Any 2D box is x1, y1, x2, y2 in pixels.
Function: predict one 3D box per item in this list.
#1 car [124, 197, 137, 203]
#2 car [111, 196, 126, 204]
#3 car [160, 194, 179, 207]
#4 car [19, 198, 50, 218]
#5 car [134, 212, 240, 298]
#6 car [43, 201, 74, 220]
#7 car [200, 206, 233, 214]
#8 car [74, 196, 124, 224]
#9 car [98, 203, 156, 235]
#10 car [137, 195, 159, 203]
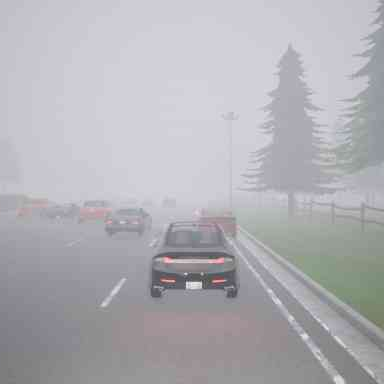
[{"bbox_3d":[-10.391,1.525,58.829,1.812,1.442,4.674,0,0,0],"label":"car"},{"bbox_3d":[-13.887,1.525,62.821,1.812,1.442,4.674,0,0,0],"label":"car"},{"bbox_3d":[-3.387,1.477,50.857,1.882,1.535,5.008,0,0,0],"label":"car"},{"bbox_3d":[-13.892,1.352,30.556,2.097,1.767,4.553,0,0,0],"label":"car"},{"bbox_3d":[0.054,1.492,8.498,2.128,1.511,4.902,0,0,0],"label":"car"},{"bbox_3d":[-10.393,1.601,28.150,1.895,1.301,4.718,0,0,0],"label":"car"},{"bbox_3d":[1.229,1.478,17.839,1.882,1.535,5.008,0,0,0],"label":"car"},{"bbox_3d":[-6.893,1.351,25.138,2.097,1.767,4.553,0,0,0],"label":"car"},{"bbox_3d":[-3.396,1.547,18.639,2.033,1.411,5.357,0,0,0],"label":"car"},{"bbox_3d":[-6.888,1.547,52.973,2.033,1.411,5.357,0,0,0],"label":"car"}]
